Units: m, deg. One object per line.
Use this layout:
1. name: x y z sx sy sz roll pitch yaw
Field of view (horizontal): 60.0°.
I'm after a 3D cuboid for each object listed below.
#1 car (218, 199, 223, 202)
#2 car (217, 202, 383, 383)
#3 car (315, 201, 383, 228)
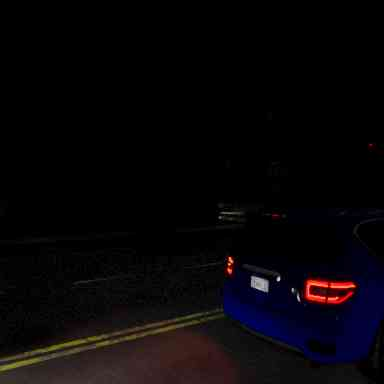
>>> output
1. car: 2.624 1.526 38.070 1.812 1.442 4.674 0 0 -31
2. car: 3.083 1.221 5.546 5.566 2.045 2.150 0 0 -33
3. car: 11.405 1.492 23.349 2.128 1.511 4.902 0 0 -31
